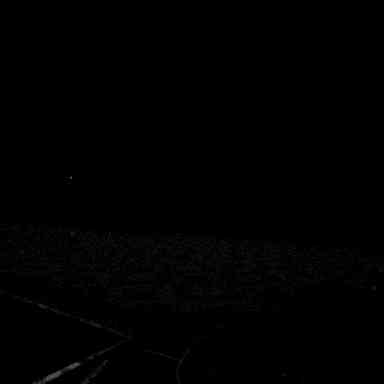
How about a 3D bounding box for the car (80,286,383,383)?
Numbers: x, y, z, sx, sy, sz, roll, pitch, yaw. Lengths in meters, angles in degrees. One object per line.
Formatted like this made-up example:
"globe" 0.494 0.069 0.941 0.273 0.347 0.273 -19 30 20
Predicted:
"car" 0.986 1.441 2.255 4.097 1.590 1.967 0 0 36
